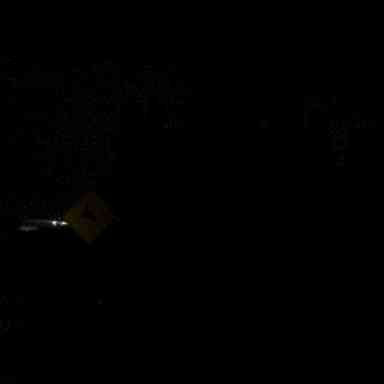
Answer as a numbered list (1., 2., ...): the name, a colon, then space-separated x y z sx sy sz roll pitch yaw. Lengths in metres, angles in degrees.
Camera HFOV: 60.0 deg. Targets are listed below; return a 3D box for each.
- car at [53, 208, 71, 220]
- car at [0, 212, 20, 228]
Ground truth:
1. car: -14.385 2.713 40.196 2.033 1.411 5.357 4 -2 13
2. car: -13.462 2.024 22.631 1.882 1.535 5.008 3 -2 -4
